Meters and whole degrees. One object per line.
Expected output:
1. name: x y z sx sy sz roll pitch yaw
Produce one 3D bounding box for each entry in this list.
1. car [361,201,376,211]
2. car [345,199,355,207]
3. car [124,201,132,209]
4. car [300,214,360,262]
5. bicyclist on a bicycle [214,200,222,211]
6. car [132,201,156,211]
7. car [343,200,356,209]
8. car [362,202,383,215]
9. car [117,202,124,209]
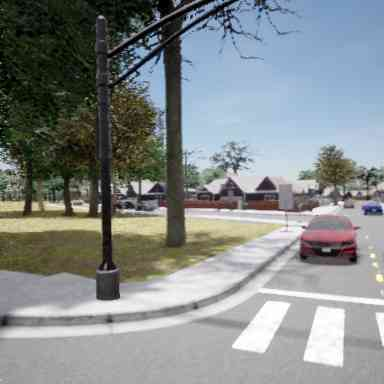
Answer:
1. car: 27.924 2.179 52.630 1.895 1.301 4.718 -2 -2 26
2. car: 35.197 2.412 73.977 1.882 1.535 5.008 -2 -2 26
3. car: -14.020 2.773 70.867 1.837 1.490 4.892 -1 0 -34
4. car: 5.552 1.682 13.289 1.882 1.535 5.008 -2 -1 26
5. bicyclist on a bicycle: 3.938 2.006 50.012 1.656 1.620 0.582 -2 0 -34
6. car: -7.967 2.399 57.025 2.097 1.767 4.553 -1 0 -34
7. car: 28.410 2.252 60.066 1.837 1.490 4.892 -2 -1 26
8. car: 21.439 1.889 39.341 1.882 1.535 5.008 -2 -1 27
9. car: -16.683 2.769 69.883 1.994 1.385 4.181 -1 0 -34
